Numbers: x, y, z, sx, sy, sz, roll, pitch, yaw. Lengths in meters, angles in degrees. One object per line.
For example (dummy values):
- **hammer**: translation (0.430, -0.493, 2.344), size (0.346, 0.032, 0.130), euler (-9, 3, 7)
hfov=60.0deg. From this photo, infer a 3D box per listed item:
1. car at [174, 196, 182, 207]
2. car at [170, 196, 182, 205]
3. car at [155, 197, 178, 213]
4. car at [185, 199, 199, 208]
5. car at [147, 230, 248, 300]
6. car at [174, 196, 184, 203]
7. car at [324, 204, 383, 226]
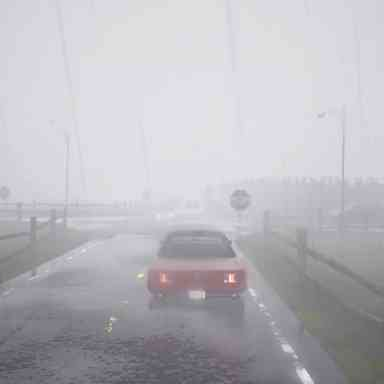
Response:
- **car**: translation (-2.880, 1.576, 48.689), size (2.033, 1.411, 5.357), euler (0, 0, 0)
- **car**: translation (-2.874, 1.519, 59.690), size (1.882, 1.535, 5.008), euler (0, 0, 1)
- **car**: translation (-2.876, 1.580, 36.703), size (1.994, 1.385, 4.181), euler (0, 0, 0)
- **car**: translation (0.032, 1.628, 48.192), size (1.895, 1.301, 4.718), euler (0, 0, 0)
- **car**: translation (0.095, 1.602, 8.344), size (1.895, 1.301, 4.718), euler (0, 0, 0)
- **car**: translation (-2.814, 1.571, 74.303), size (2.128, 1.511, 4.902), euler (0, 0, 0)
- **car**: translation (12.700, 1.699, 25.705), size (4.553, 1.767, 2.097), euler (1, -1, -1)
